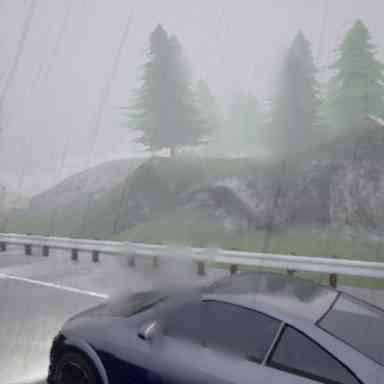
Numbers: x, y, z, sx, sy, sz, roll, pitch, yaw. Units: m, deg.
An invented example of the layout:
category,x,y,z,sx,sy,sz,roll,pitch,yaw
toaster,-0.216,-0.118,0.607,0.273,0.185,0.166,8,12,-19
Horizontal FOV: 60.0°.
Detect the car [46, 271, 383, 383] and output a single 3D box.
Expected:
category,x,y,z,sx,sy,sz,roll,pitch,yaw
car,0.446,1.550,3.325,4.181,1.385,1.994,-1,0,34
